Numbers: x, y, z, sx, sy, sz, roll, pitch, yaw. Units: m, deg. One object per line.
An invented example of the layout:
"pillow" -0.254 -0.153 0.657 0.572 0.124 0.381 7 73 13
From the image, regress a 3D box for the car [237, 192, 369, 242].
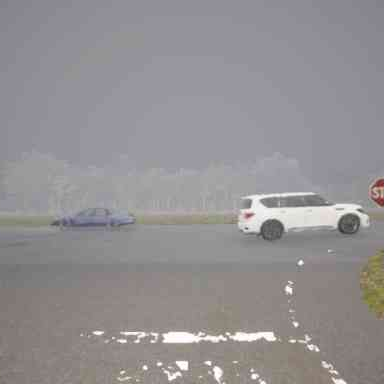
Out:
"car" 4.832 1.020 14.986 5.566 2.045 2.150 -4 -1 -1

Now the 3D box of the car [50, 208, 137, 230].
"car" -6.346 1.724 21.867 5.357 1.411 2.033 0 -2 0
